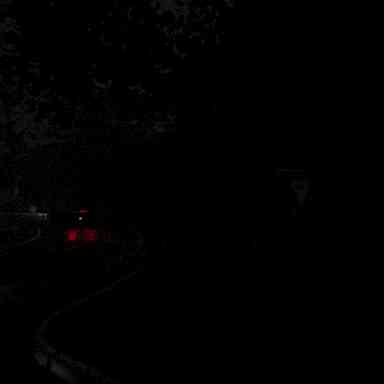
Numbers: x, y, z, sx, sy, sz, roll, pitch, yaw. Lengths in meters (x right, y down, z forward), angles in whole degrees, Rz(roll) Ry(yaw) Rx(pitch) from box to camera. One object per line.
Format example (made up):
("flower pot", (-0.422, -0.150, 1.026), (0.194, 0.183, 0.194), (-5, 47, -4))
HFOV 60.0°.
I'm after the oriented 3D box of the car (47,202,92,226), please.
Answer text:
("car", (-8.477, 1.437, 22.844), (2.128, 1.511, 4.902), (0, 0, -37))
